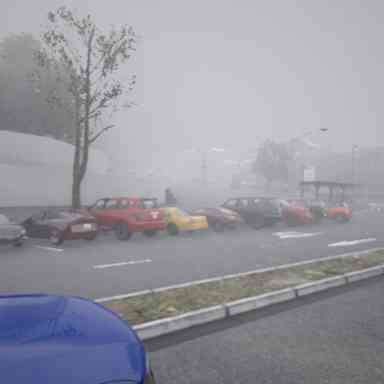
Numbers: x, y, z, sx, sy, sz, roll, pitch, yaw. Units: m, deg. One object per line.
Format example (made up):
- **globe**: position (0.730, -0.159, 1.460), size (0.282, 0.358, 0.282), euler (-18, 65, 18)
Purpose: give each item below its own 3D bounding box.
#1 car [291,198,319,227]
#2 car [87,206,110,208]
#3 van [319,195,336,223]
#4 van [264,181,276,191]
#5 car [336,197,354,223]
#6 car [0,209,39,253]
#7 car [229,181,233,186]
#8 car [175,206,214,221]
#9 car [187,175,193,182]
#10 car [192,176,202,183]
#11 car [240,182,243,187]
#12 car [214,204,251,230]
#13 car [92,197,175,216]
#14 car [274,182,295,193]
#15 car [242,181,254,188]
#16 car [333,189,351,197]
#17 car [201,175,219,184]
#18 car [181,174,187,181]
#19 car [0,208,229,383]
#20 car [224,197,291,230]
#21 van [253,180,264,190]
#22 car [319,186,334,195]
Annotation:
- **car**: position (5.904, 1.388, 24.288), size (5.566, 2.045, 2.435), euler (-1, -1, 35)
- **car**: position (-6.424, 1.547, 15.646), size (4.792, 1.488, 2.163), euler (-1, -1, 35)
- **van**: position (8.445, 1.437, 25.953), size (4.442, 1.987, 1.878), euler (-1, -1, 35)
- **van**: position (17.171, -1.146, 68.412), size (1.878, 1.987, 4.442), euler (8, 3, 35)
- **car**: position (10.857, 1.563, 27.699), size (4.553, 1.767, 2.185), euler (-1, -1, 35)
- **car**: position (-8.847, 1.497, 13.903), size (4.892, 1.521, 2.231), euler (-1, -1, 35)
- **car**: position (10.315, -1.972, 78.412), size (2.002, 1.452, 4.674), euler (7, 3, 35)
- **car**: position (-1.653, 1.565, 19.210), size (5.366, 1.575, 1.946), euler (-1, -1, 35)
- **car**: position (1.594, -3.506, 90.668), size (2.185, 1.767, 4.553), euler (6, 2, 34)
- **car**: position (3.383, -3.354, 88.198), size (2.435, 2.045, 5.566), euler (7, 3, 34)
- **car**: position (12.052, -1.698, 75.946), size (2.002, 1.452, 4.674), euler (7, 3, 35)
- **car**: position (0.956, 1.630, 20.833), size (4.674, 1.452, 2.002), euler (-1, -1, 35)
- **car**: position (-3.975, 1.290, 17.388), size (5.566, 2.045, 2.435), euler (-1, -1, 35)
- **car**: position (18.924, -0.647, 66.045), size (2.231, 1.521, 4.892), euler (7, 3, 35)
- **car**: position (13.878, -1.466, 73.621), size (1.946, 1.575, 5.366), euler (7, 3, 35)
- **car**: position (25.802, 0.481, 56.171), size (2.002, 1.452, 4.674), euler (7, 3, 35)
- **car**: position (5.227, -2.830, 85.934), size (1.946, 1.575, 5.366), euler (7, 3, 34)
- **car**: position (-0.130, -3.741, 93.142), size (2.185, 1.767, 4.553), euler (4, 1, 34)
- **car**: position (-2.699, 1.211, 1.211), size (5.566, 2.045, 2.150), euler (0, 0, -35)
- **car**: position (3.388, 1.363, 22.587), size (5.566, 2.045, 2.435), euler (-1, -1, 35)
- **van**: position (15.447, -1.419, 70.887), size (1.878, 1.987, 4.442), euler (8, 3, 35)
- **car**: position (24.119, -0.081, 58.648), size (2.435, 2.045, 5.566), euler (7, 3, 35)
